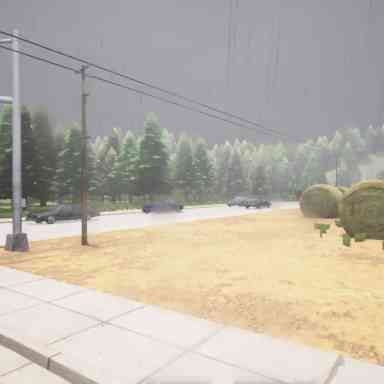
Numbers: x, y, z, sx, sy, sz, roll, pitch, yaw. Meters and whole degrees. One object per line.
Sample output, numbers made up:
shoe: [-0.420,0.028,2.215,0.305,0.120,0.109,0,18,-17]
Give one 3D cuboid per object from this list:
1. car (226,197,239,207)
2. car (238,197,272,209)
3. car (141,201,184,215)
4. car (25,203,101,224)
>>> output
car: [6.718,1.390,46.801,1.812,1.442,4.674,0,0,37]
car: [8.502,1.413,43.083,2.033,1.411,5.357,0,0,37]
car: [-2.944,1.550,33.866,1.895,1.301,4.718,0,0,37]
car: [-9.513,1.554,25.021,2.033,1.411,5.357,0,0,37]
